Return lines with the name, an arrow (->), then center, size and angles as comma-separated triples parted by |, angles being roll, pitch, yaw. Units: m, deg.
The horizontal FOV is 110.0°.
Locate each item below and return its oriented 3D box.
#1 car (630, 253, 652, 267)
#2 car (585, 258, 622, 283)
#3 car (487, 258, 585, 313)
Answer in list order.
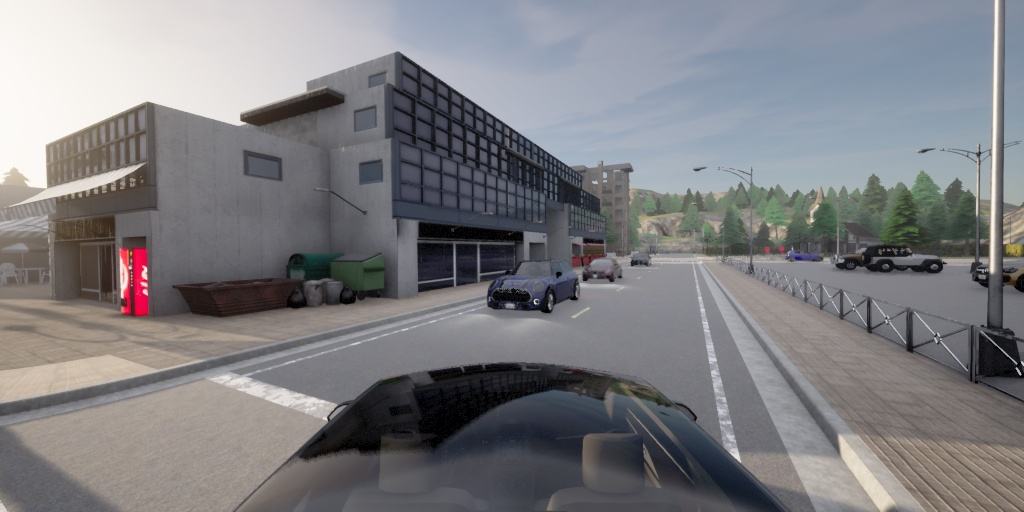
car -> 14.571, 0.426, 40.368 | 1.837, 1.490, 4.892 | 0, 1, 27
car -> 5.910, 0.847, 23.107 | 1.812, 1.442, 4.674 | 0, 2, 26
car -> 0.927, 0.908, 13.068 | 2.097, 1.767, 4.553 | 0, 1, 26
